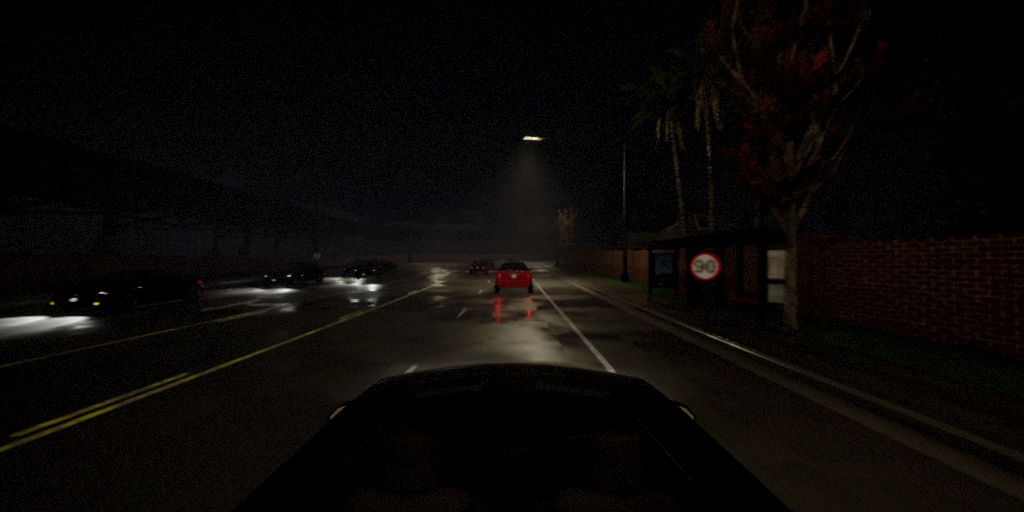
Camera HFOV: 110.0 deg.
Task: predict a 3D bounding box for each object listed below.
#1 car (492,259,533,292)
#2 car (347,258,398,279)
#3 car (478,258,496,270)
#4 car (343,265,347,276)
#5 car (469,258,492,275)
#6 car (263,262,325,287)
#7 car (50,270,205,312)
[{"bbox_3d":[0.105,1.100,21.496,2.097,1.767,4.553,0,0,0],"label":"car"},{"bbox_3d":[-10.493,0.887,28.026,2.033,1.411,5.357,0,0,0],"label":"car"},{"bbox_3d":[-3.393,1.027,49.185,2.128,1.511,4.902,0,1,0],"label":"car"},{"bbox_3d":[-14.045,1.039,33.680,1.882,1.535,5.008,0,0,1],"label":"car"},{"bbox_3d":[-3.395,1.165,37.673,2.033,1.411,5.357,0,0,0],"label":"car"},{"bbox_3d":[-14.082,1.151,23.527,1.812,1.442,4.674,0,0,0],"label":"car"},{"bbox_3d":[-14.095,1.217,13.518,1.994,1.385,4.181,0,0,0],"label":"car"}]
